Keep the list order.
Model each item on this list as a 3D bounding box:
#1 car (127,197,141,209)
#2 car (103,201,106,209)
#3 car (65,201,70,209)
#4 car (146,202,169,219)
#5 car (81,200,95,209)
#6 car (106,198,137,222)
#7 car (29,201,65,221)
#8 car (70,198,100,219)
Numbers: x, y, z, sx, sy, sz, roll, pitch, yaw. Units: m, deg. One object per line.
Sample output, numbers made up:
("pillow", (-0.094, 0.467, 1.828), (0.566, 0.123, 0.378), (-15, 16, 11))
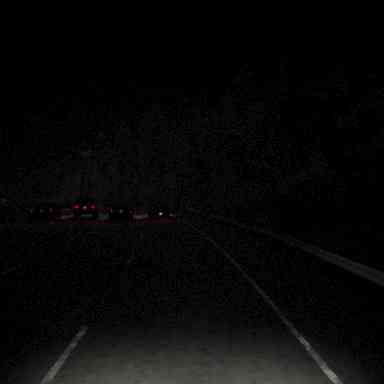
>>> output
("car", (-10.363, 1.806, 57.208), (2.150, 2.045, 5.566), (0, 0, -21))
("car", (-14.095, 2.100, 57.010), (2.128, 1.511, 4.902), (0, -1, -22))
("car", (-19.353, 2.118, 51.041), (1.812, 1.442, 4.674), (0, 0, -20))
("car", (-3.403, 1.822, 33.177), (1.837, 1.490, 4.892), (0, -1, -12))
("car", (-18.356, 2.154, 58.541), (1.837, 1.490, 4.892), (0, -1, -23))
("car", (-6.324, 1.665, 29.909), (2.097, 1.767, 4.553), (0, 0, -11))
("car", (-13.828, 1.733, 31.585), (2.097, 1.767, 4.553), (0, 0, -12))
("car", (-10.607, 1.594, 33.642), (2.150, 2.045, 5.566), (0, -1, -13))
